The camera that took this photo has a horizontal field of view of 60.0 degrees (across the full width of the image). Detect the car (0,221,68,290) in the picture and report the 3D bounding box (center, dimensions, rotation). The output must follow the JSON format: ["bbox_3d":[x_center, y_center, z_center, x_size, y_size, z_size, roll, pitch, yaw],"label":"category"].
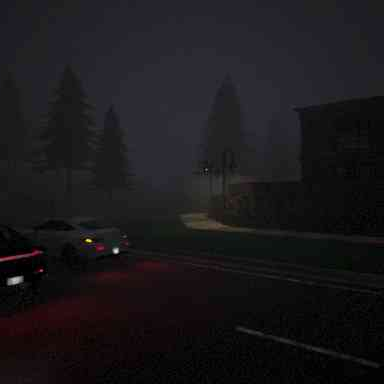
[{"bbox_3d":[-5.374,1.490,7.827,4.902,1.511,2.128,0,0,36],"label":"car"}]

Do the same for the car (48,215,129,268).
[{"bbox_3d":[-4.139,1.525,11.245,4.674,1.442,1.812,0,0,36],"label":"car"}]
